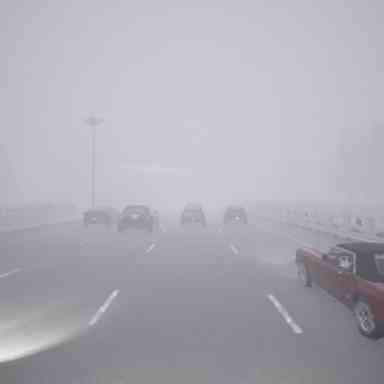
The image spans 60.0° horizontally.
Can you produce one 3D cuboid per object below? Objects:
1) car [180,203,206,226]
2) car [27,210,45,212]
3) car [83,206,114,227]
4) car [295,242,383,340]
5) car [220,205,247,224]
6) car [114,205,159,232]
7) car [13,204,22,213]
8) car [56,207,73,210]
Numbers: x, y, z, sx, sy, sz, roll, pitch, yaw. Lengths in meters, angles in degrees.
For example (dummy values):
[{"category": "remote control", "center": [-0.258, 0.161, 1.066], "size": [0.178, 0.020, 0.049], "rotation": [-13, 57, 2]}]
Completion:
[{"category": "car", "center": [0.092, 1.841, 26.714], "size": [2.128, 1.511, 4.902], "rotation": [0, -1, 0]}, {"category": "car", "center": [-21.037, 2.347, 47.412], "size": [2.128, 1.511, 4.902], "rotation": [0, -2, 0]}, {"category": "car", "center": [-6.908, 1.813, 25.997], "size": [1.882, 1.535, 5.008], "rotation": [0, -1, 0]}, {"category": "car", "center": [3.598, 1.656, 6.578], "size": [1.895, 1.301, 4.718], "rotation": [0, -1, 0]}, {"category": "car", "center": [3.592, 1.900, 28.809], "size": [1.837, 1.490, 4.892], "rotation": [0, -1, 0]}, {"category": "car", "center": [-3.406, 1.609, 21.907], "size": [2.097, 1.767, 4.553], "rotation": [0, -1, 0]}, {"category": "car", "center": [-24.525, 2.425, 48.325], "size": [2.033, 1.411, 5.357], "rotation": [0, -1, 1]}, {"category": "car", "center": [-17.547, 2.429, 46.377], "size": [1.895, 1.301, 4.718], "rotation": [0, -1, 1]}]
